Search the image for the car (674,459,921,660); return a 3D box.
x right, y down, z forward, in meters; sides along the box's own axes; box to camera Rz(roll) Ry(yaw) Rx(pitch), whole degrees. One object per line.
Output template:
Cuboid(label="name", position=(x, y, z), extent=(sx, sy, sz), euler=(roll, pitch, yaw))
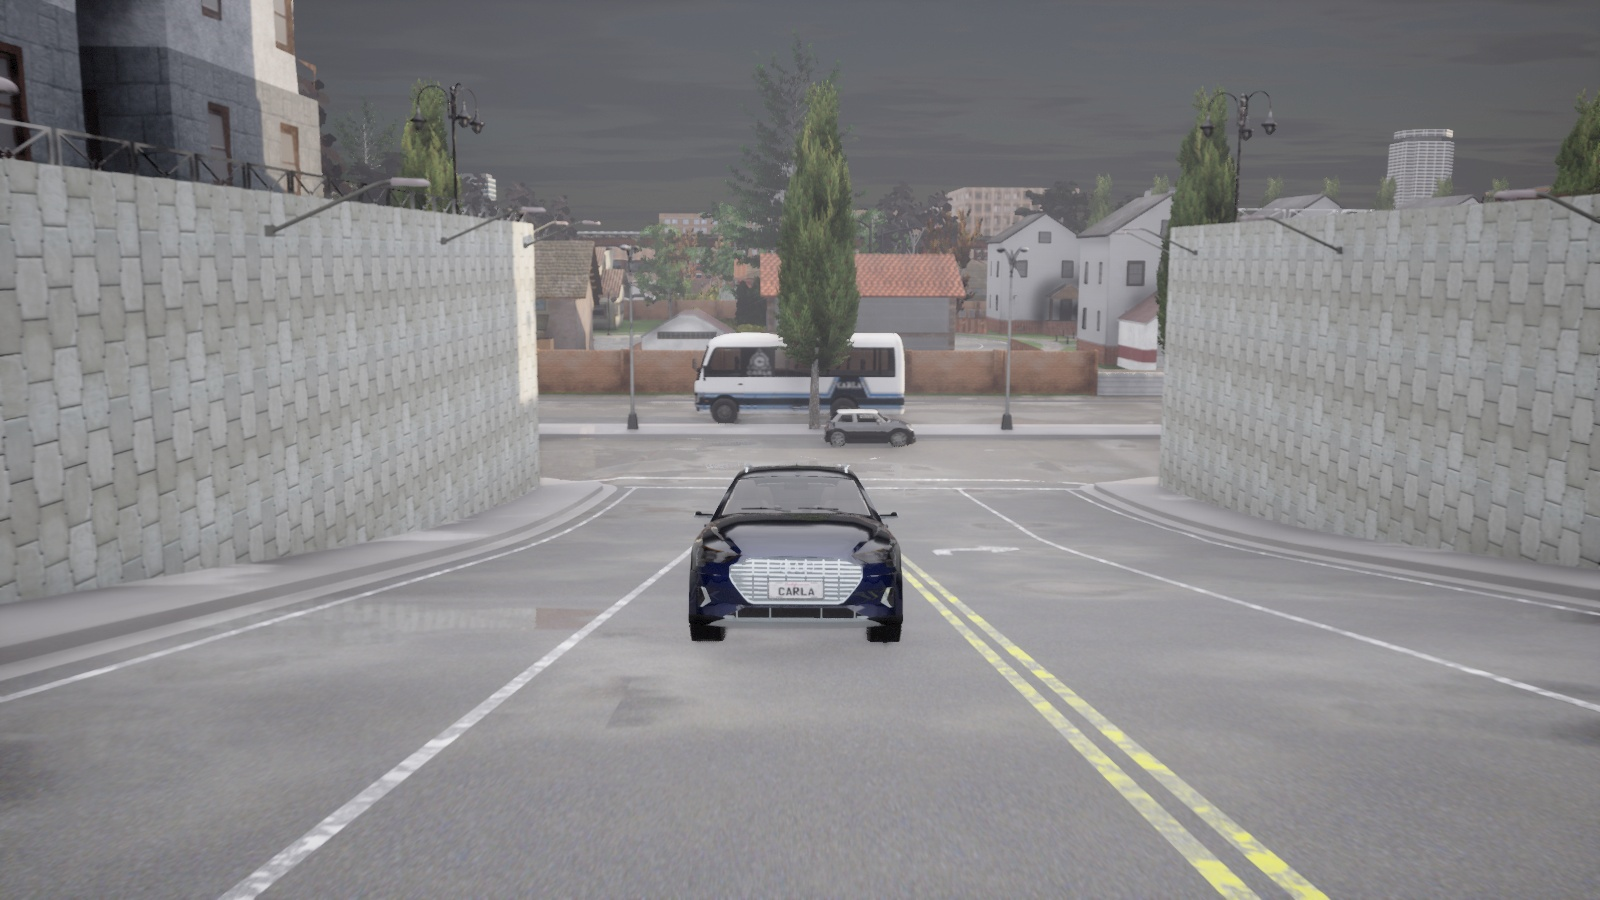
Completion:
Cuboid(label="car", position=(-0.032, 0.948, 12.795), extent=(2.033, 1.649, 4.856), euler=(0, -1, 0))

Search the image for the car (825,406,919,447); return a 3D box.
Cuboid(label="car", position=(2.980, -1.003, 52.882), extent=(3.806, 1.475, 1.970), euler=(0, 8, -1))

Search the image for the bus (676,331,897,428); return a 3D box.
Cuboid(label="bus", position=(-0.659, -3.484, 60.509), extent=(10.273, 4.253, 3.944), euler=(0, 9, -1))
